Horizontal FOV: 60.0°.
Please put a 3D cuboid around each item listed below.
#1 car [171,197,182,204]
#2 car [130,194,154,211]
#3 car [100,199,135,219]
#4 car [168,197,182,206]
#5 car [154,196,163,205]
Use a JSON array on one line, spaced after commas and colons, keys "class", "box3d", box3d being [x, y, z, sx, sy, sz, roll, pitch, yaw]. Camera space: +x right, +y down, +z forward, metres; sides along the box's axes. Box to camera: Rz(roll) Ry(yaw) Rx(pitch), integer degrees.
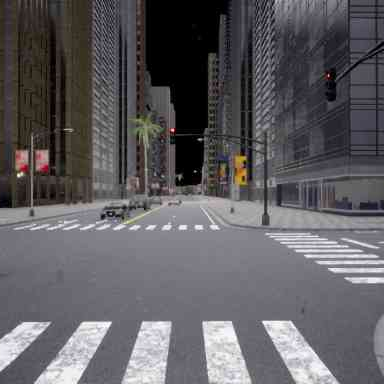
[{"class": "car", "box3d": [-3.259, 1.788, 69.786, 1.994, 1.385, 4.181, 0, 0, 0]}, {"class": "car", "box3d": [-6.665, 1.329, 42.720, 2.150, 2.045, 5.566, 0, 0, 0]}, {"class": "car", "box3d": [-6.643, 1.627, 29.219, 1.994, 1.385, 4.181, 0, 0, 0]}, {"class": "car", "box3d": [-3.244, 1.781, 59.890, 1.895, 1.301, 4.718, 0, 0, 0]}, {"class": "car", "box3d": [-6.618, 1.538, 61.422, 2.097, 1.767, 4.553, 0, 0, 0]}]
